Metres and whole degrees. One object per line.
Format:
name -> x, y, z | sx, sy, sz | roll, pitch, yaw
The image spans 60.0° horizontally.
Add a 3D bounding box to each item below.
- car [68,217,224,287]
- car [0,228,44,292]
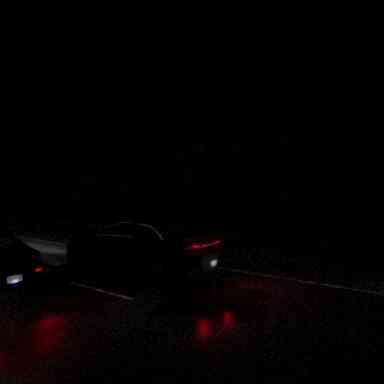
car -> -1.466, 1.465, 9.298 | 4.902, 1.511, 2.128 | 0, 0, 35
car -> -5.304, 1.491, 7.688 | 4.674, 1.442, 1.812 | 0, 0, 34
